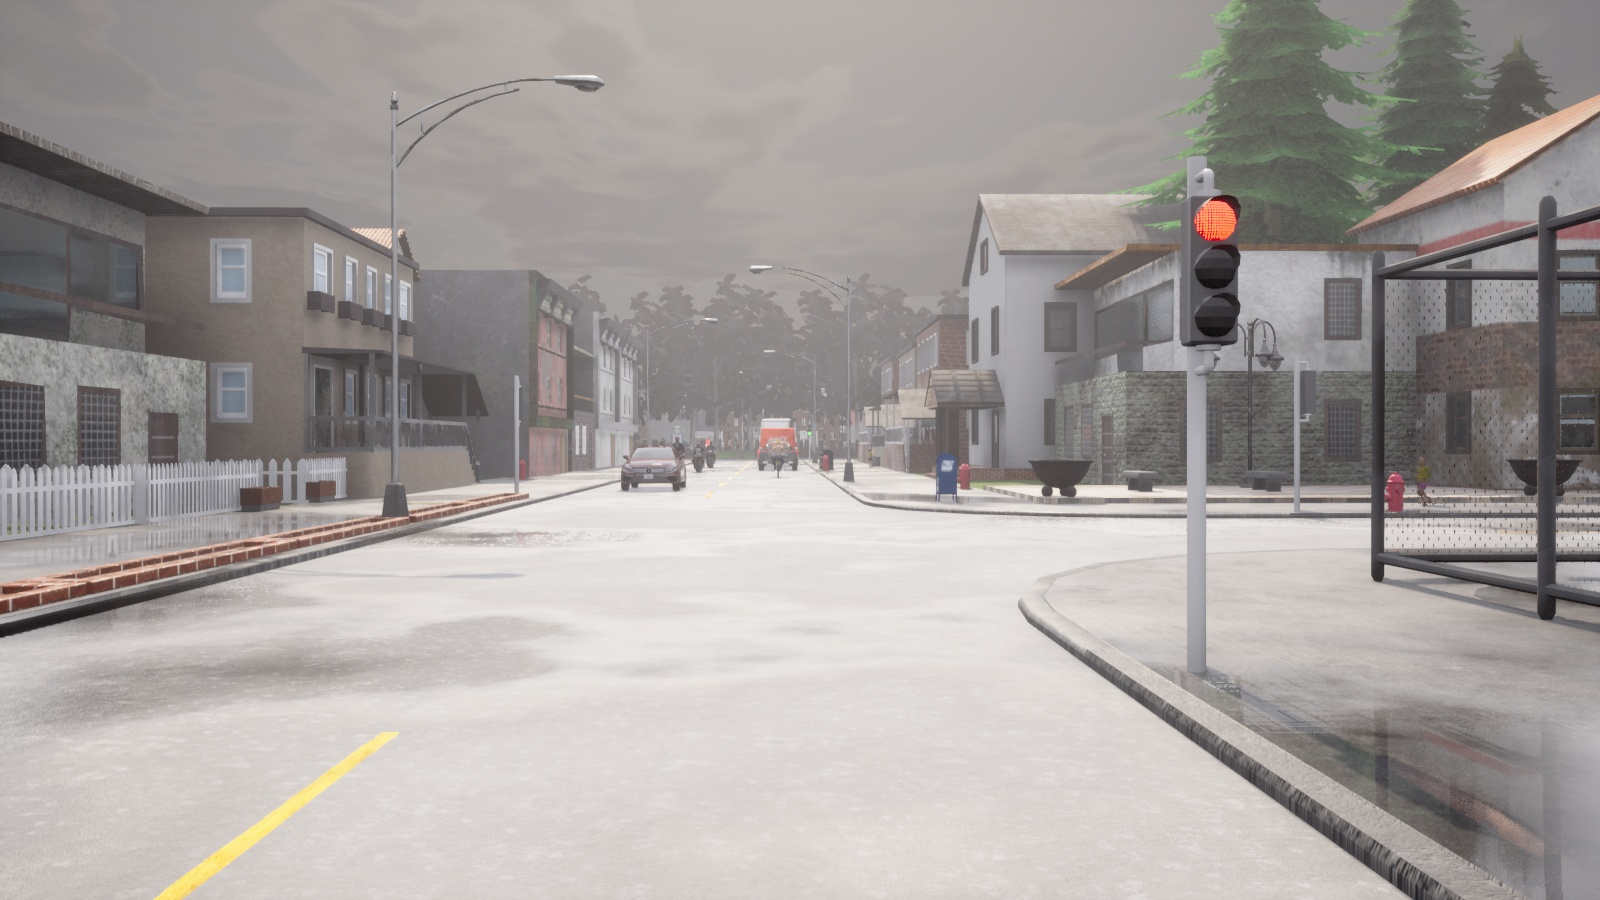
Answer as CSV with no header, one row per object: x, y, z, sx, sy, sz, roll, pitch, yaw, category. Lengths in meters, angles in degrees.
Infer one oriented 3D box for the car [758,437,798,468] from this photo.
-1.220,0.130,69.930,2.152,1.651,5.027,0,0,-1,car

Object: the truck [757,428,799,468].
-1.411,-0.184,80.514,2.627,2.467,5.204,0,1,-1,truck

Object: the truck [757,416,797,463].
-1.670,-0.774,95.257,2.891,3.462,7.936,0,0,0,truck

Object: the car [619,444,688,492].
-4.706,0.538,40.827,1.812,1.442,4.674,0,0,-2,car

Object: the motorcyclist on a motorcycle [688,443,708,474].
-5.099,0.421,63.136,0.866,1.530,2.191,0,0,-1,motorcyclist on a motorcycle

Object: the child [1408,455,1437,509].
13.508,0.687,27.244,0.473,1.160,0.299,0,0,-18,child
